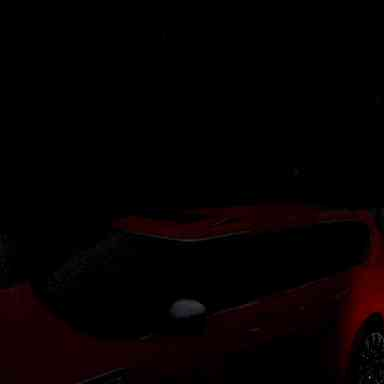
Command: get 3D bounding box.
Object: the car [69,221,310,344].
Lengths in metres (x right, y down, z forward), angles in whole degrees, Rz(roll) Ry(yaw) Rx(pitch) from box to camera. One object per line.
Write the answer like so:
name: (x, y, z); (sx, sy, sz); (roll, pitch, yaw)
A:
car: (0.178, 1.489, 6.907); (4.829, 1.417, 1.752); (0, 0, -34)

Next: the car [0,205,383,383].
car: (-0.004, 1.205, 3.377); (5.566, 2.045, 2.150); (-1, 0, -36)
